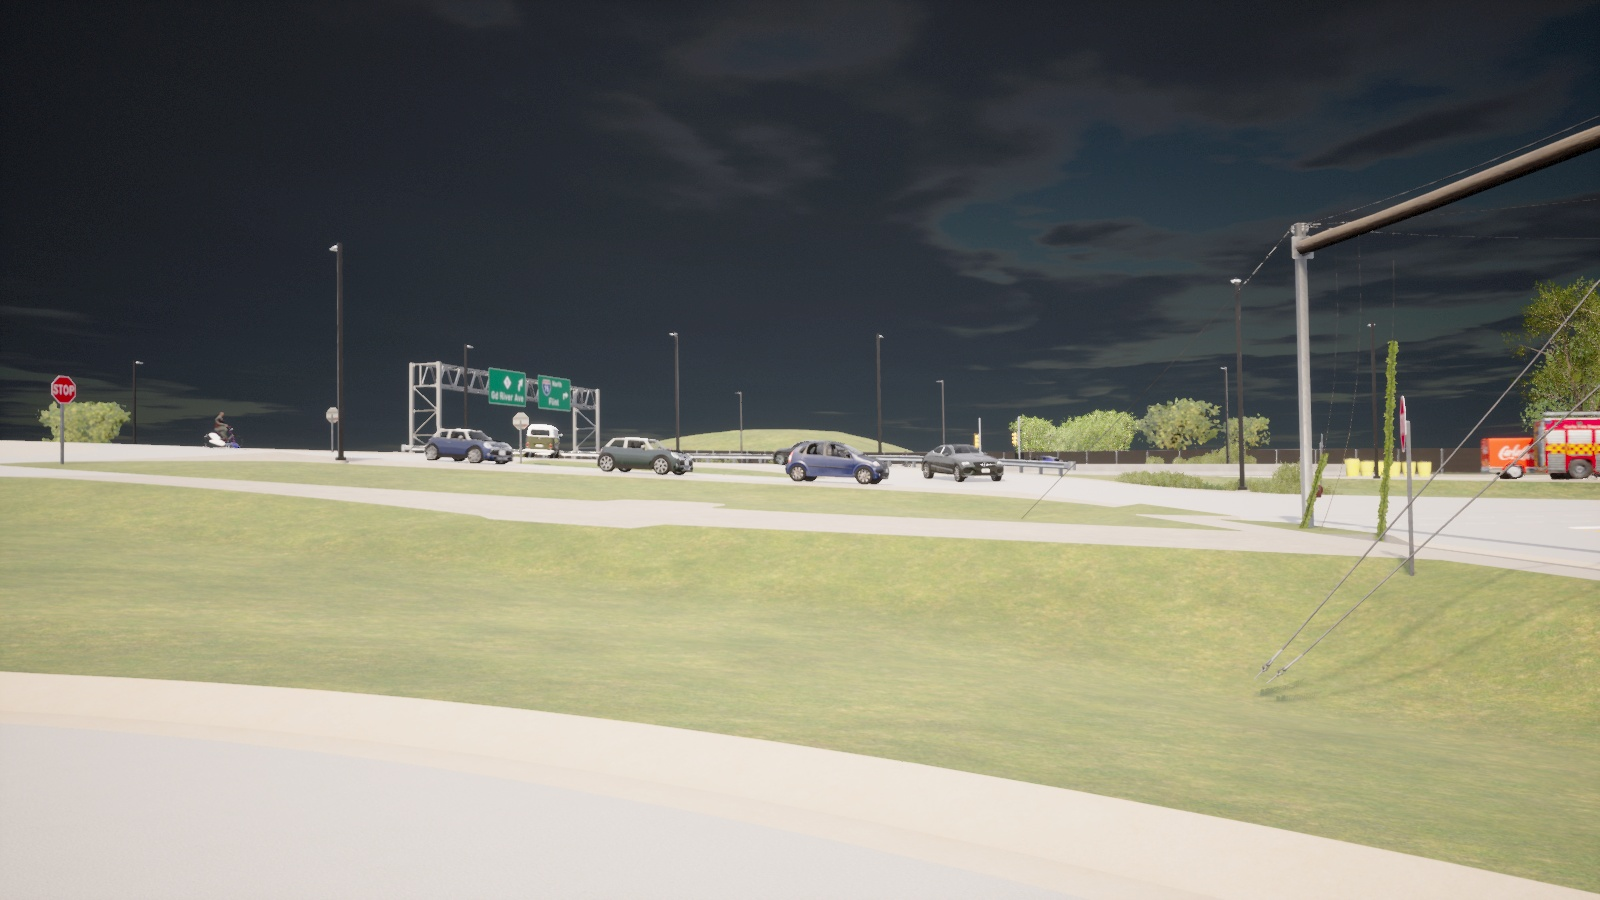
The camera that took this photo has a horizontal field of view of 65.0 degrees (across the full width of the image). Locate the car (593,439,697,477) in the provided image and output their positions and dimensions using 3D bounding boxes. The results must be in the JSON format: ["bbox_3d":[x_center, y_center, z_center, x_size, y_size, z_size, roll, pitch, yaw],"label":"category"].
[{"bbox_3d":[-6.434,0.333,52.257,3.806,1.475,1.970,2,0,20],"label":"car"}]

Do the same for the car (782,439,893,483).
[{"bbox_3d":[1.481,0.436,49.521,3.988,1.617,1.851,1,0,18],"label":"car"}]

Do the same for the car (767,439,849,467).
[{"bbox_3d":[0.468,0.171,77.095,4.856,1.649,2.033,0,0,40],"label":"car"}]

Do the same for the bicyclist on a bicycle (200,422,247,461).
[{"bbox_3d":[-27.114,-0.406,59.097,1.843,1.776,0.659,1,-1,2],"label":"bicyclist on a bicycle"}]

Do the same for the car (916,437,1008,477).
[{"bbox_3d":[7.343,0.277,57.501,2.152,1.651,5.027,-2,1,-19],"label":"car"}]

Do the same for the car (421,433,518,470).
[{"bbox_3d":[-14.575,0.068,55.375,3.806,1.475,1.970,2,0,28],"label":"car"}]

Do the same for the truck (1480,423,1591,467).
[{"bbox_3d":[43.361,-0.265,74.194,5.204,2.467,2.627,-1,-1,19],"label":"truck"}]

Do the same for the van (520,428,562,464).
[{"bbox_3d":[-15.909,-0.223,77.307,2.069,2.038,4.480,2,0,-7],"label":"van"}]

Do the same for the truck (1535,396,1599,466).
[{"bbox_3d":[45.942,-1.070,69.634,8.468,3.827,2.891,-1,-1,19],"label":"truck"}]
